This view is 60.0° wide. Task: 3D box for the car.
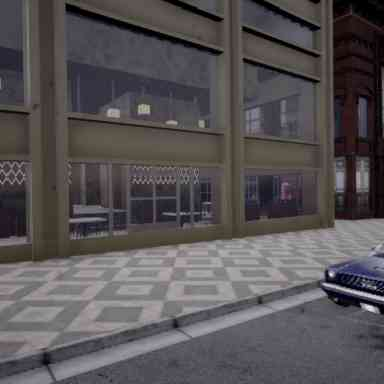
[{"bbox_3d":[4.712,1.593,6.749,4.718,1.301,1.895,0,0,-36],"label":"car"}]
